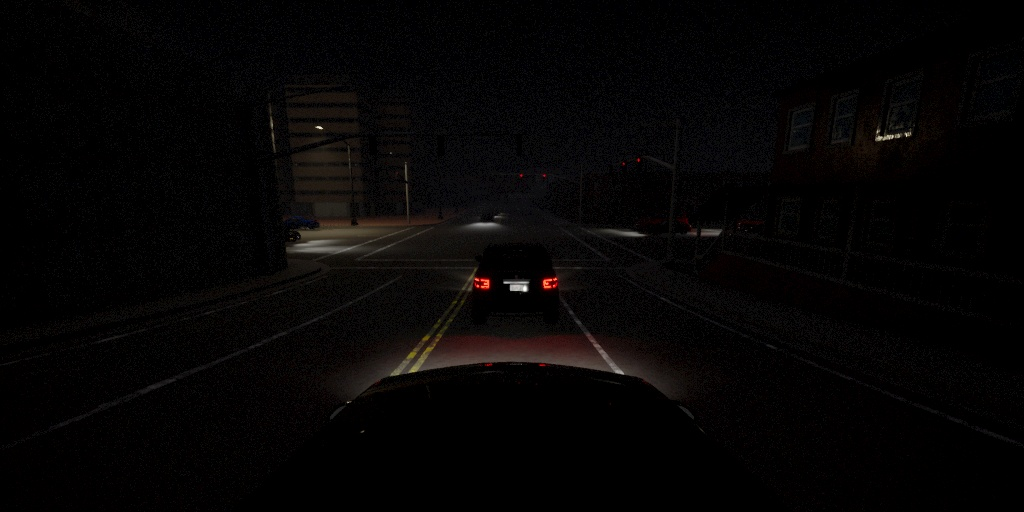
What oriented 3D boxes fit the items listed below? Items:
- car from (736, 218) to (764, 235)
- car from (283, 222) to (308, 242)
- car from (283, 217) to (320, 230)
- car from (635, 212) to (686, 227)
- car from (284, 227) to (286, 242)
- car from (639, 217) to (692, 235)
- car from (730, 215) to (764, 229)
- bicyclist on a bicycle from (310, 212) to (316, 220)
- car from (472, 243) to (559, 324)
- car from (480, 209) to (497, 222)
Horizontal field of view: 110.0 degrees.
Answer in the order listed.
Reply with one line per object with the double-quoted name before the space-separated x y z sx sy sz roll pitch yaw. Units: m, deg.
"car" 26.202 -2.902 36.745 4.718 1.301 1.895 0 10 0
"car" -20.120 -1.810 29.627 4.892 1.490 1.837 0 10 0
"car" -24.293 -3.637 40.152 5.008 1.535 1.882 0 10 0
"car" 16.749 -3.871 40.135 5.566 2.045 2.150 0 10 0
"car" -19.924 -1.235 26.183 4.902 1.511 2.128 0 10 0
"car" 15.943 -2.982 36.731 4.674 1.442 1.812 0 10 0
"car" 27.030 -3.736 40.149 4.553 1.767 2.097 0 10 0
"bicyclist on a bicycle" -25.399 -4.790 45.850 0.582 1.620 1.656 0 10 0
"car" 0.058 0.601 10.749 2.150 2.045 5.566 0 4 -1
"car" -3.753 -5.887 54.128 1.895 1.301 4.718 0 10 0
